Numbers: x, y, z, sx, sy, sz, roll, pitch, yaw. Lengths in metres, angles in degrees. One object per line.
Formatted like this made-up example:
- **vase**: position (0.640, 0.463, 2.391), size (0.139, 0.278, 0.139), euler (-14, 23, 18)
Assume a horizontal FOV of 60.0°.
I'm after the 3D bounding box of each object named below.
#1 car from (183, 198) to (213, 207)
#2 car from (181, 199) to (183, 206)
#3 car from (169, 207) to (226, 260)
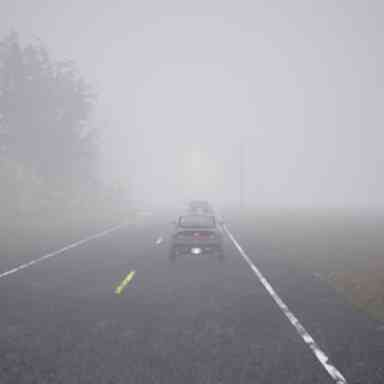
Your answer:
- **car**: position (0.679, 1.417, 27.424), size (2.097, 1.767, 4.553), euler (0, 0, 3)
- **car**: position (-0.807, 1.726, 59.727), size (1.994, 1.385, 4.181), euler (0, 0, 6)
- **car**: position (0.209, 1.535, 12.559), size (1.837, 1.490, 4.892), euler (0, 0, 2)
